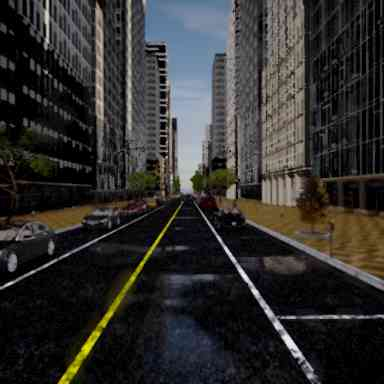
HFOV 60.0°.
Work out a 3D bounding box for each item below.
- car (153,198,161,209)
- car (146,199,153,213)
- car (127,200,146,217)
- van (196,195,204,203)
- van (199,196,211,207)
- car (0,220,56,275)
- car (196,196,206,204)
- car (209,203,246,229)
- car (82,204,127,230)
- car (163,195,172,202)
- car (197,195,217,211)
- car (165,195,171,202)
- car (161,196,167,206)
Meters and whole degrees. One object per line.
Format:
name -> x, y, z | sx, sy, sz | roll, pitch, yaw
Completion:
car -> -6.185, 1.774, 50.149 | 1.752, 1.417, 4.829 | -1, 0, -1
car -> -6.074, 1.637, 38.952 | 1.967, 1.590, 4.097 | -1, 0, -1
car -> -6.016, 1.753, 33.268 | 1.802, 1.307, 4.206 | -1, 0, -1
van -> 1.905, 1.694, 78.820 | 1.690, 1.788, 3.998 | -1, 0, -1
van -> 2.134, 1.593, 56.087 | 1.690, 1.788, 3.998 | -1, 0, -1
car -> -5.788, 1.617, 10.536 | 2.008, 1.369, 4.403 | -1, 0, -1
car -> 1.963, 1.768, 73.137 | 1.967, 1.590, 4.097 | -1, 0, -1
car -> 2.478, 1.646, 21.986 | 2.008, 1.369, 4.403 | -1, 0, -1
car -> -5.902, 1.669, 21.902 | 2.008, 1.369, 4.403 | -1, 0, -1
car -> -6.589, 1.741, 90.103 | 2.192, 1.841, 5.009 | -1, 0, -1
car -> 2.247, 1.515, 44.721 | 2.192, 1.841, 5.009 | -1, 0, -1
car -> -6.415, 1.902, 73.052 | 2.008, 1.369, 4.403 | -1, 0, -1
car -> -6.301, 1.866, 61.685 | 1.947, 1.339, 4.313 | -1, 0, -1
